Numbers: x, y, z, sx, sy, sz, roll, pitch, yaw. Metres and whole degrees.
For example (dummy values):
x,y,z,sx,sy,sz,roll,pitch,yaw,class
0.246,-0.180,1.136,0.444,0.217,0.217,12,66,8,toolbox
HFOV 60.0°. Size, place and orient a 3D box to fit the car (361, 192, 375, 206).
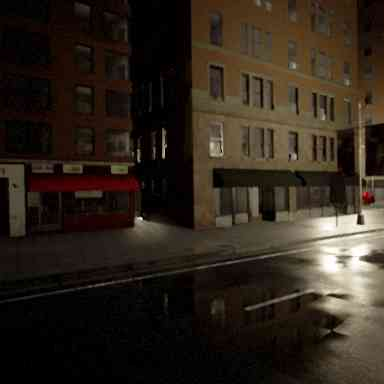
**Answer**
x,y,z,sx,sy,sz,roll,pitch,yaw,class
21.627,0.852,44.373,2.192,1.841,5.009,-1,1,-44,car
